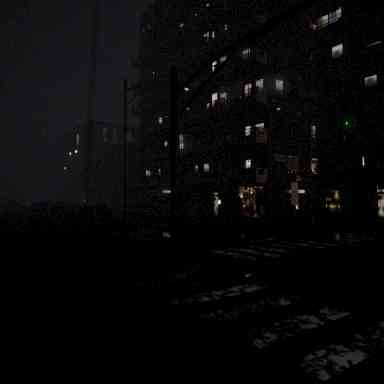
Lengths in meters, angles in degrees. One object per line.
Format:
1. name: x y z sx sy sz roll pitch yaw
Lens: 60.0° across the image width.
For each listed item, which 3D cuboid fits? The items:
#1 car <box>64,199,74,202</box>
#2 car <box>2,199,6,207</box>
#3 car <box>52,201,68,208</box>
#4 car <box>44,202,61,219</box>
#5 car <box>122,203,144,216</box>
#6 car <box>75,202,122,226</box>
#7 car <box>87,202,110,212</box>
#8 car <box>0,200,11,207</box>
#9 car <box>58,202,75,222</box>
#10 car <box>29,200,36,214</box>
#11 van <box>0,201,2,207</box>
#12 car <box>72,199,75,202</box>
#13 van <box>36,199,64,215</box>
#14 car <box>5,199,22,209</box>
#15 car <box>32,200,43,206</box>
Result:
1. car: -18.234 2.130 45.888 1.812 1.442 4.674 0 -1 -35
2. car: -36.334 2.543 66.860 1.887 1.381 4.507 -1 0 -35
3. car: -26.501 2.463 66.637 1.887 1.381 4.507 -1 0 -35
4. car: -13.896 2.036 35.359 2.008 1.369 4.403 -1 0 -35
5. car: -7.380 2.006 39.793 1.752 1.417 4.829 -1 0 -35
6. car: -7.487 1.777 26.360 1.967 1.590 4.097 -1 0 -35
7. car: -13.687 2.192 48.649 1.947 1.339 4.313 -1 0 -35
8. car: -42.647 2.667 75.721 1.752 1.417 4.829 -1 0 -35
9. car: -10.593 1.934 30.721 1.752 1.417 4.829 -1 0 -35
10. car: -20.309 2.074 44.360 1.967 1.590 4.097 -1 0 -35
11. van: -39.543 2.412 71.360 1.690 1.788 3.998 -1 0 -35
12. car: -23.301 2.161 62.140 2.192 1.841 5.009 -1 0 -35
13. van: -17.105 1.901 39.860 1.690 1.788 3.998 -1 0 -35
14. car: -33.131 2.366 62.360 1.967 1.590 4.097 -1 0 -35
15. car: -39.313 2.775 84.625 1.947 1.339 4.313 -1 0 -35
